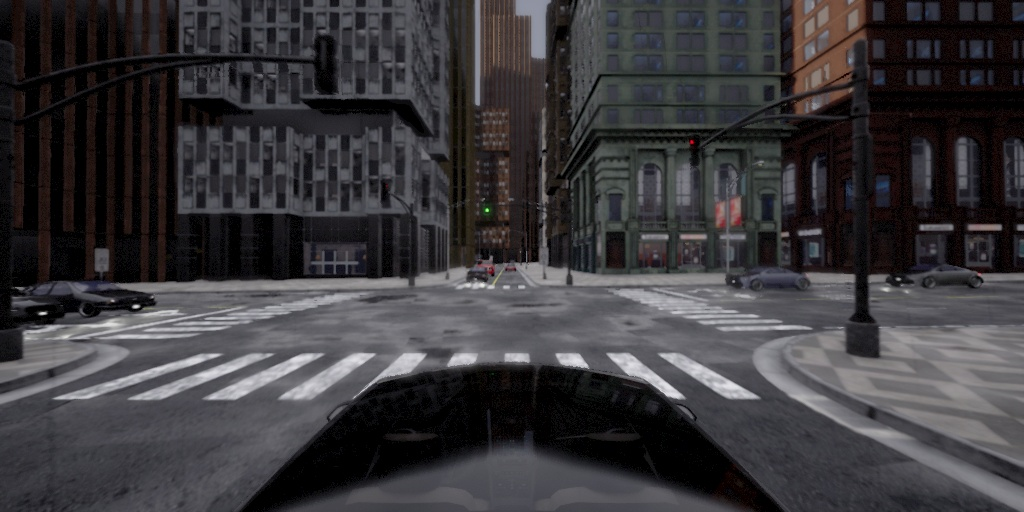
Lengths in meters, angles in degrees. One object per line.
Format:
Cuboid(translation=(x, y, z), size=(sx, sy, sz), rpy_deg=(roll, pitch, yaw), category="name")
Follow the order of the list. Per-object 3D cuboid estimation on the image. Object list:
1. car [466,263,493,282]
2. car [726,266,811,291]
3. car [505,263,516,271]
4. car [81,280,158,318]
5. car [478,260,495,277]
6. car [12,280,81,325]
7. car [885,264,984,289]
Cuboid(translation=(-3.185, 1.694, 33.890), size=(2.033, 1.411, 5.357), rpy_deg=(0, -1, 0), category="car")
Cuboid(translation=(15.223, 1.321, 21.436), size=(4.181, 1.385, 1.994), rpy_deg=(-1, 0, 0), category="car")
Cuboid(translation=(-0.213, 2.052, 64.697), size=(1.994, 1.385, 4.181), rpy_deg=(0, -1, 0), category="car")
Cuboid(translation=(-17.840, 1.694, 14.740), size=(5.357, 1.411, 2.033), rpy_deg=(-1, 0, 5), category="car")
Cuboid(translation=(-3.265, 1.491, 44.574), size=(2.150, 2.045, 5.566), rpy_deg=(0, -1, -1), category="car")
Cuboid(translation=(-17.401, 1.620, 11.434), size=(4.892, 1.490, 1.837), rpy_deg=(-1, 0, 0), category="car")
Cuboid(translation=(25.128, 1.193, 21.441), size=(4.181, 1.385, 1.994), rpy_deg=(-1, 0, 1), category="car")
